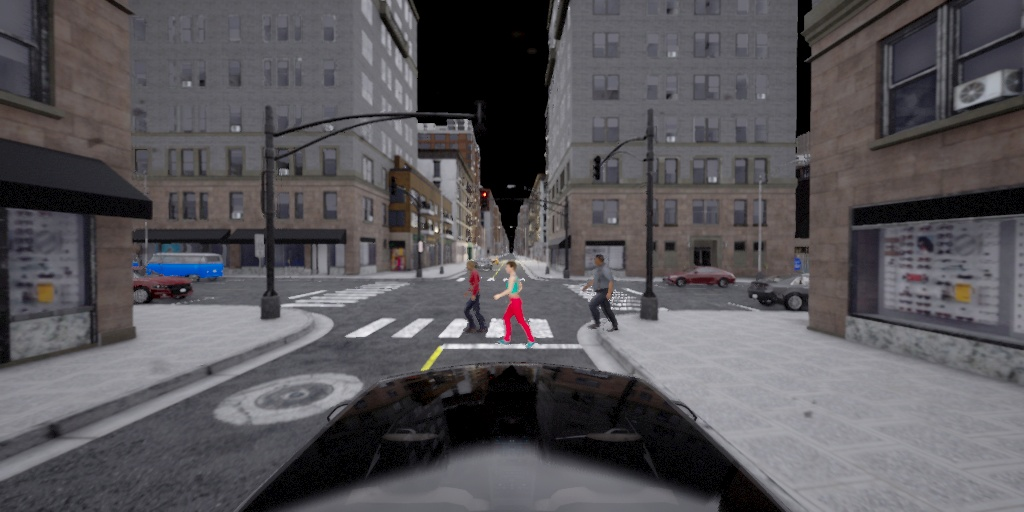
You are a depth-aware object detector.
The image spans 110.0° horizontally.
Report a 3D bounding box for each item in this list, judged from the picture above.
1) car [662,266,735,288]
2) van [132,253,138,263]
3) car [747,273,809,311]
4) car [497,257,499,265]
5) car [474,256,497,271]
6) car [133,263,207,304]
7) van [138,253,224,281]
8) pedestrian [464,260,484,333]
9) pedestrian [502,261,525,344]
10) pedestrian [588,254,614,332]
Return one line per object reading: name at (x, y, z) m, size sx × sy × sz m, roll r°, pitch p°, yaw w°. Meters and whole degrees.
car at (11.636, 1.259, 22.443) m, size 4.207 × 1.307 × 1.802 m, roll 0°, pitch 0°, yaw 0°
van at (-26.109, 0.647, 22.685) m, size 3.998 × 1.789 × 1.690 m, roll 0°, pitch 0°, yaw 0°
car at (11.608, 1.349, 13.919) m, size 4.403 × 1.370 × 2.007 m, roll 0°, pitch 0°, yaw 0°
car at (-3.104, 0.686, 57.332) m, size 1.882 × 1.535 × 5.008 m, roll 0°, pitch 0°, yaw 0°
car at (-3.119, 0.872, 40.425) m, size 2.128 × 1.511 × 4.902 m, roll 0°, pitch 1°, yaw 0°
car at (-15.155, 1.080, 14.084) m, size 4.507 × 1.381 × 1.888 m, roll 0°, pitch 0°, yaw 0°
van at (-20.618, 0.700, 22.651) m, size 3.998 × 1.789 × 1.690 m, roll 0°, pitch 0°, yaw 0°
pedestrian at (-0.962, 0.981, 8.832) m, size 0.375 × 1.860 × 0.375 m, roll 0°, pitch 1°, yaw 0°
pedestrian at (0.035, 0.991, 7.633) m, size 0.375 × 1.860 × 0.375 m, roll 0°, pitch 1°, yaw 0°
pedestrian at (2.041, 0.828, 8.231) m, size 0.375 × 1.860 × 0.375 m, roll 0°, pitch 1°, yaw 0°
